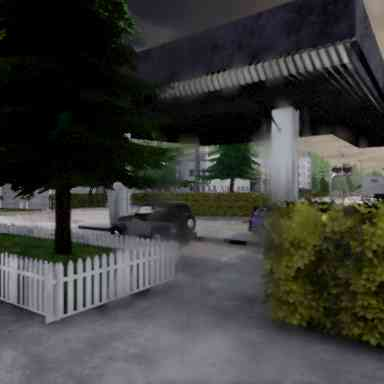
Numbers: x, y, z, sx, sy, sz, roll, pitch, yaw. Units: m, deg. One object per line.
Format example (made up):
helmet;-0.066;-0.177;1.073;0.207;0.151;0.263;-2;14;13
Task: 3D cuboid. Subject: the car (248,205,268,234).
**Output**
car;5.124;1.481;16.469;4.611;1.667;2.242;0;0;35

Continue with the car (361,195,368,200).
car;32.238;1.298;60.808;2.007;1.523;4.514;0;0;35

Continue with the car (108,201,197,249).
car;-1.672;1.315;14.304;3.866;1.878;1.905;0;0;35

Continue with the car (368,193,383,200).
car;25.013;1.077;44.050;1.905;1.878;3.866;0;0;35
